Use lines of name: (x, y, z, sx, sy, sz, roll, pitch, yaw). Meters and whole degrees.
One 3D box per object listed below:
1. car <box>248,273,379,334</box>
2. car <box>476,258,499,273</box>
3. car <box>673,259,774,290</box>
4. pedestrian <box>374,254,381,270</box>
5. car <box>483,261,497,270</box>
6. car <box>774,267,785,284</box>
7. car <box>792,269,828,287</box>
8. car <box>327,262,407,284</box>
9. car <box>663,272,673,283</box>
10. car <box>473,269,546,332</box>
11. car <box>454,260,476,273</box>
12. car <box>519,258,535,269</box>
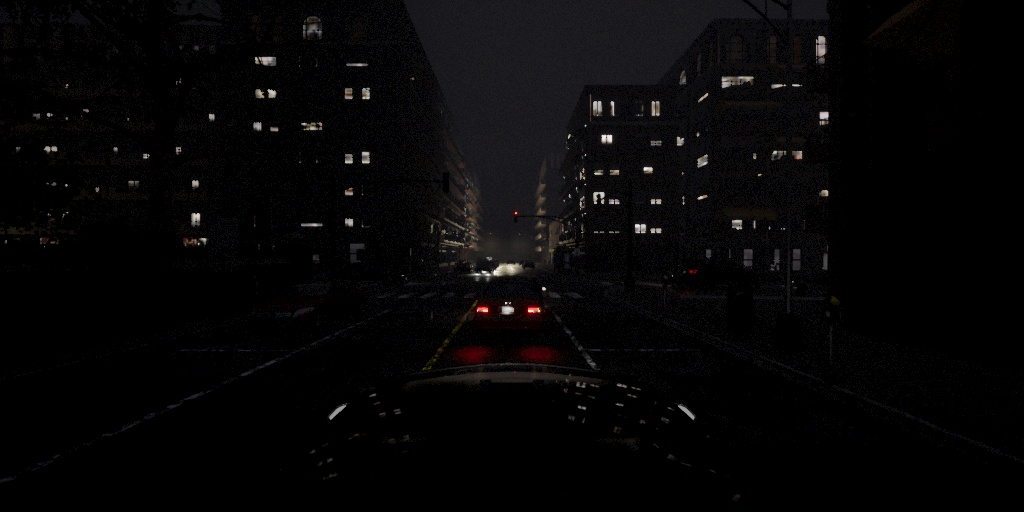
car: (-5.713, 1.333, 10.629, 1.802, 1.307, 4.207, 0, 0, 0)
car: (-3.191, 1.305, 43.318, 2.033, 1.411, 5.357, 0, 0, 4)
car: (15.005, 1.279, 25.696, 5.566, 2.045, 2.150, 1, 0, -1)
pedestrian: (-12.807, 0.659, 34.012, 0.375, 1.860, 0.375, 0, -1, -1)
car: (-3.230, 1.361, 53.268, 1.895, 1.301, 4.718, 0, 0, 0)
car: (21.294, 1.578, 31.557, 4.097, 1.591, 1.967, 0, 0, -1)
car: (24.905, 1.816, 29.049, 4.718, 1.301, 1.895, 1, 0, -1)
car: (-10.343, 1.182, 25.730, 5.357, 1.411, 2.033, 2, 0, -8)
car: (14.598, 1.558, 28.894, 4.674, 1.442, 1.812, 1, 0, -1)
car: (0.052, 1.299, 10.843, 2.033, 1.411, 5.357, 0, 0, 3)
car: (-5.810, 1.197, 43.040, 1.967, 1.591, 4.097, 0, 0, 0)
car: (2.537, 1.311, 54.337, 2.007, 1.370, 4.403, 0, 0, 0)
